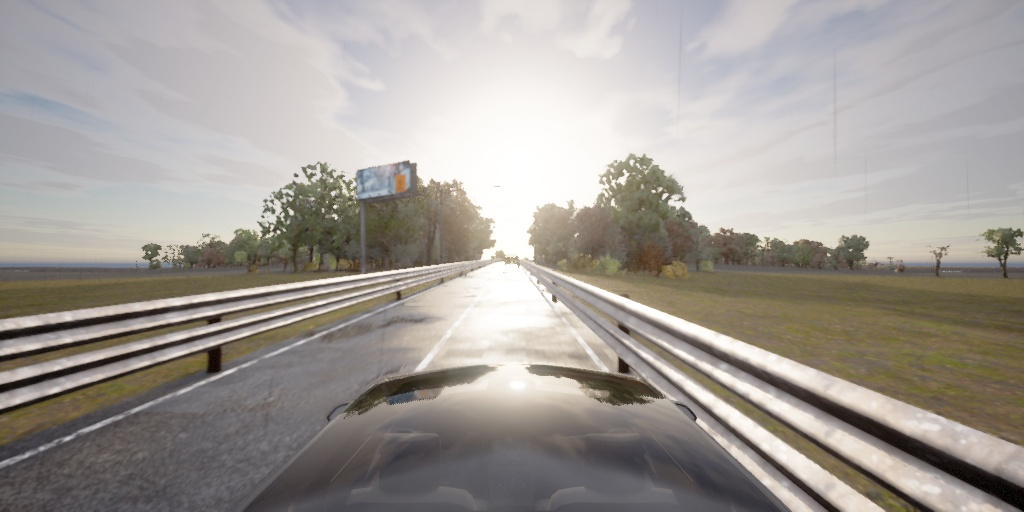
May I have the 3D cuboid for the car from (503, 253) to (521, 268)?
[{"bbox_3d":[0.010,0.593,48.377,2.150,2.045,5.566,0,0,0],"label":"car"}]
